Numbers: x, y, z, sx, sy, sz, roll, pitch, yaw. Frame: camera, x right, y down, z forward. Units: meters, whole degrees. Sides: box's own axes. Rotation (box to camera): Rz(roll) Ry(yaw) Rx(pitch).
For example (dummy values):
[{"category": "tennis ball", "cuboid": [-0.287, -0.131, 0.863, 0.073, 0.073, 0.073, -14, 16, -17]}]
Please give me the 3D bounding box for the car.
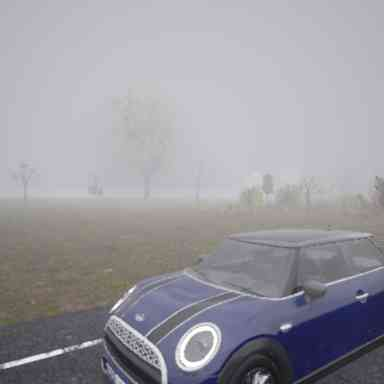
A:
[{"category": "car", "cuboid": [1.121, 1.370, 4.674, 4.553, 1.767, 2.097, 0, 0, -36]}]
